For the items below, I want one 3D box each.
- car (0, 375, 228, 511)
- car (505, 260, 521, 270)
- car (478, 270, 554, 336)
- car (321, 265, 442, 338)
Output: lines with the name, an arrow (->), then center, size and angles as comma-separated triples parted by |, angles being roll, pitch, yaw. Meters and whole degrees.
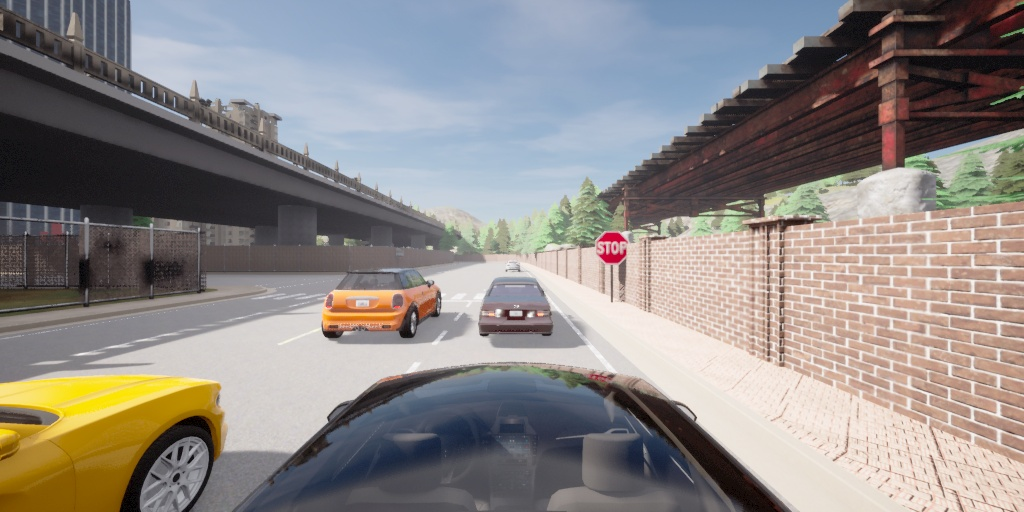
car -> -3.397, 1.228, 1.049 | 1.882, 1.535, 5.008 | 0, 0, 0
car -> 0.106, 1.276, 46.209 | 1.812, 1.442, 4.674 | 0, 0, -1
car -> 0.087, 1.297, 10.326 | 2.033, 1.411, 5.357 | 0, 0, 0
car -> -3.414, 1.102, 10.306 | 2.097, 1.767, 4.553 | 0, 0, 0
